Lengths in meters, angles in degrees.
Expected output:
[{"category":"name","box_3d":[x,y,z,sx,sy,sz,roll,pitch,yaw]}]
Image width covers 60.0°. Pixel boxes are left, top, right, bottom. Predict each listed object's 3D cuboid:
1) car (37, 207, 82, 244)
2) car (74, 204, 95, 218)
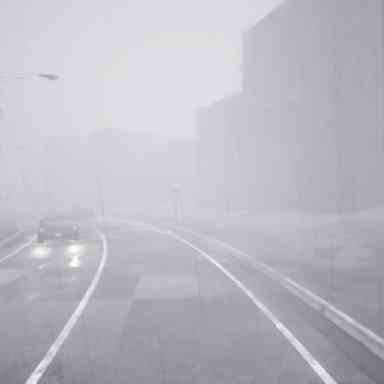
[{"category":"car","box_3d":[-6.811,1.728,17.264,1.812,1.442,4.674,-1,-1,-19]},{"category":"car","box_3d":[-11.518,2.031,34.498,1.812,1.442,4.674,-4,1,-35]}]
